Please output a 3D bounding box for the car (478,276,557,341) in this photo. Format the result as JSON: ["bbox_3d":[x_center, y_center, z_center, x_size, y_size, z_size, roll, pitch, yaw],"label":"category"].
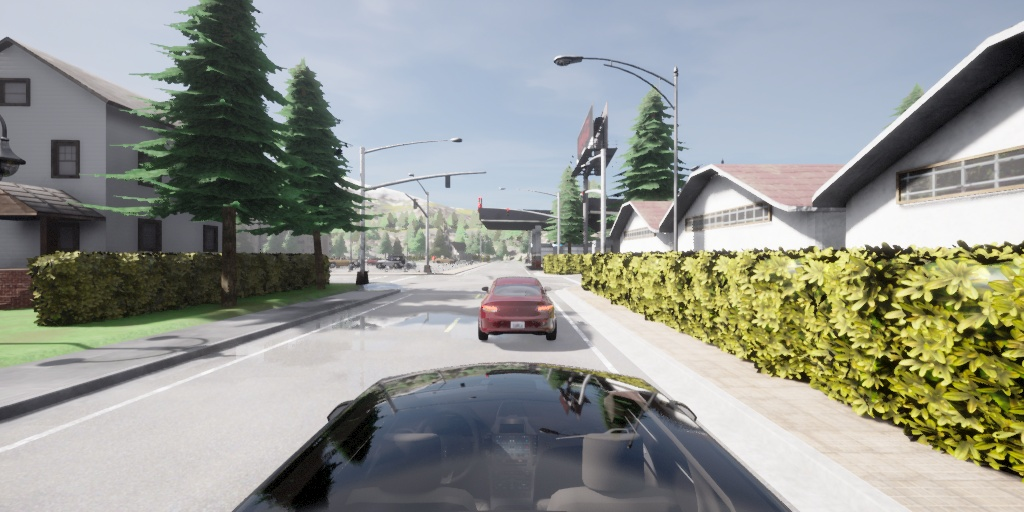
[{"bbox_3d":[0.127,1.276,9.791,1.812,1.442,4.674,0,0,0],"label":"car"}]
